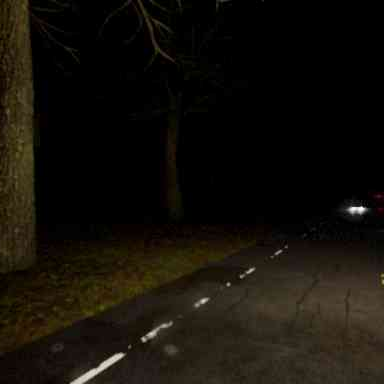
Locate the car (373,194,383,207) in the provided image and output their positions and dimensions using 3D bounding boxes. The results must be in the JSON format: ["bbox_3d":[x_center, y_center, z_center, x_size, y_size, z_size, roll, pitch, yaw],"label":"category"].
[{"bbox_3d":[29.218,1.477,50.793,2.128,1.511,4.902,0,1,28],"label":"car"}]

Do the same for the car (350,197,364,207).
[{"bbox_3d":[25.599,1.518,51.660,2.128,1.511,4.902,0,1,28],"label":"car"}]

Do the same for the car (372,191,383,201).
[{"bbox_3d":[38.366,0.903,68.403,2.150,2.045,5.566,0,1,28],"label":"car"}]
